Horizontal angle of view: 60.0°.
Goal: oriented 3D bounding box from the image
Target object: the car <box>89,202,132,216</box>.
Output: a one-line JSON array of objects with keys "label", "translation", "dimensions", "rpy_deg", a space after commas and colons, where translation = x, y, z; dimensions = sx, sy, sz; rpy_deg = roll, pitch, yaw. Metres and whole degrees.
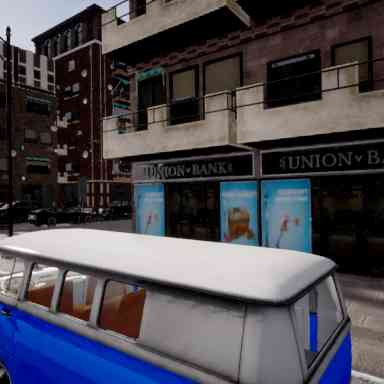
[{"label": "car", "translation": [-8.868, 1.797, 36.457], "dimensions": [1.947, 1.339, 4.313], "rpy_deg": [-2, -1, 36]}]

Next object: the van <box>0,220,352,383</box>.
[{"label": "van", "translation": [-0.578, 1.342, 3.263], "dimensions": [3.998, 1.788, 1.690], "rpy_deg": [0, -1, 35]}]

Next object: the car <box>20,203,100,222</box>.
[{"label": "car", "translation": [-8.744, 1.583, 22.405], "dimensions": [1.947, 1.339, 4.313], "rpy_deg": [-2, -1, 36]}]

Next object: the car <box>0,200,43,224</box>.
[{"label": "car", "translation": [-13.467, 1.473, 25.759], "dimensions": [2.097, 1.767, 4.553], "rpy_deg": [-1, -1, 36]}]

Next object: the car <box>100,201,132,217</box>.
[{"label": "car", "translation": [-7.388, 1.671, 34.088], "dimensions": [2.128, 1.511, 4.902], "rpy_deg": [-1, -1, 36]}]
